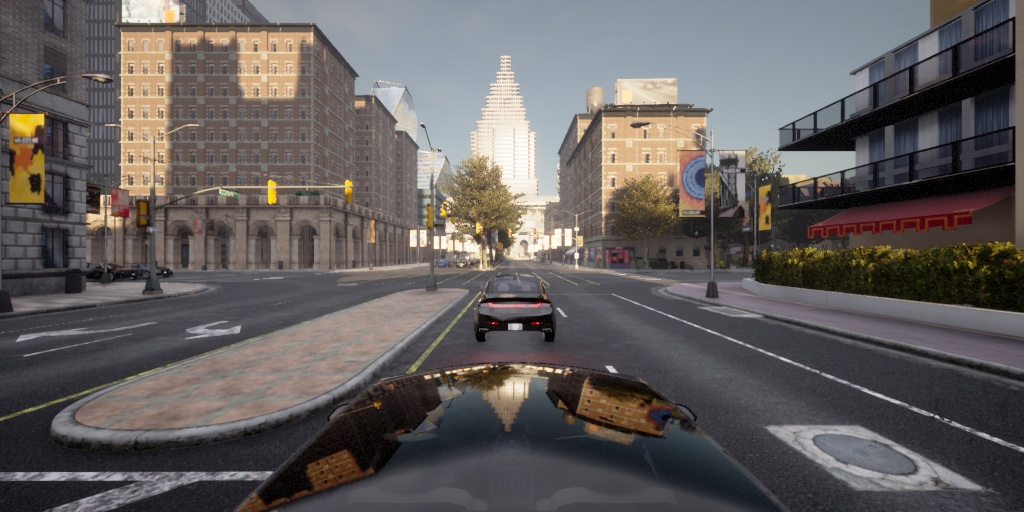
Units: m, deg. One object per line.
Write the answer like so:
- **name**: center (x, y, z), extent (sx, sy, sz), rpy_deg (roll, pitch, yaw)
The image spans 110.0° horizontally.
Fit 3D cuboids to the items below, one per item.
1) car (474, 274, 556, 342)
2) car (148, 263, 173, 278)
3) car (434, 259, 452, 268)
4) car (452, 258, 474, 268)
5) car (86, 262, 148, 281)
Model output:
- **car**: center (0.080, 1.242, 9.776), extent (2.128, 1.511, 4.902), rpy_deg (0, 0, 0)
- **car**: center (-33.633, 1.314, 32.693), extent (4.181, 1.385, 1.994), rpy_deg (0, 0, -1)
- **car**: center (-11.549, 1.227, 60.008), extent (1.882, 1.535, 5.008), rpy_deg (0, 0, 0)
- **car**: center (-8.052, 1.241, 59.593), extent (2.128, 1.511, 4.902), rpy_deg (0, 0, 0)
- **car**: center (-33.345, 1.228, 29.200), extent (5.008, 1.535, 1.882), rpy_deg (0, 0, 0)
